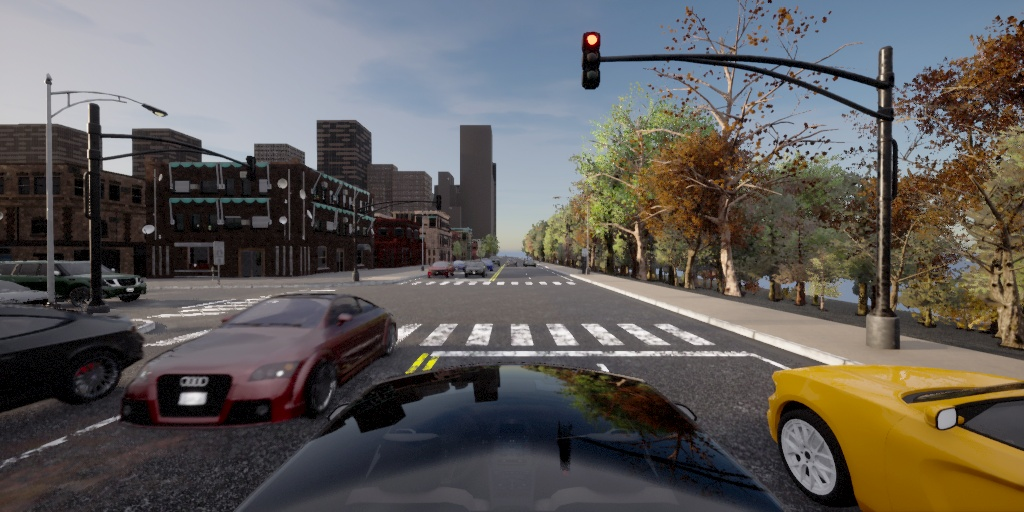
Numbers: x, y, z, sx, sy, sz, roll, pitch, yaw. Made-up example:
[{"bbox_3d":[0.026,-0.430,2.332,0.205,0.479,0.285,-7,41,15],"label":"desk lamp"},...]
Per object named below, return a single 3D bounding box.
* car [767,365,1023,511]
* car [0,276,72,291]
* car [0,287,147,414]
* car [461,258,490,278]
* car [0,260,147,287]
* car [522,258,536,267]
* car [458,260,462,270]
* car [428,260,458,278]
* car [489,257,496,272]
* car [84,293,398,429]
[{"bbox_3d":[3.351,1.228,1.351,1.882,1.535,5.008,0,0,0],"label":"car"},{"bbox_3d":[-19.958,1.565,13.458,4.313,1.339,1.948,0,0,0],"label":"car"},{"bbox_3d":[-6.602,1.275,3.632,1.812,1.442,4.674,0,0,0],"label":"car"},{"bbox_3d":[-3.382,1.244,34.272,1.837,1.490,4.892,0,0,0],"label":"car"},{"bbox_3d":[-20.010,1.194,16.159,5.566,2.045,2.150,-1,1,0],"label":"car"},{"bbox_3d":[3.282,1.290,64.455,1.994,1.385,4.181,0,0,1],"label":"car"},{"bbox_3d":[-6.639,1.261,45.143,1.812,1.442,4.674,0,0,0],"label":"car"},{"bbox_3d":[-6.636,1.218,33.924,1.882,1.535,5.008,0,0,-2],"label":"car"},{"bbox_3d":[-3.392,1.212,45.990,1.882,1.535,5.008,0,0,0],"label":"car"},{"bbox_3d":[-3.354,1.313,5.759,1.994,1.385,4.181,0,0,0],"label":"car"}]
